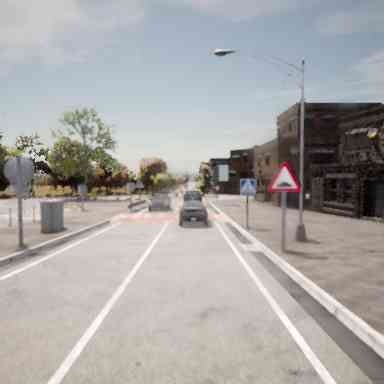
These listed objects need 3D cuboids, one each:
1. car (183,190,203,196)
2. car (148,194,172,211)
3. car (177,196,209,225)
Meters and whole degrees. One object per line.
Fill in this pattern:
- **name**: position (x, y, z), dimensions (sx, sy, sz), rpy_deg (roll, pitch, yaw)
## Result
- **car**: position (0.093, 0.817, 39.237), dimensions (2.150, 2.045, 5.566), rpy_deg (0, 1, 0)
- **car**: position (-3.254, 1.030, 34.502), dimensions (2.097, 1.767, 4.553), rpy_deg (0, 1, 0)
- **car**: position (0.098, 1.311, 22.506), dimensions (1.837, 1.490, 4.892), rpy_deg (0, 2, 0)
